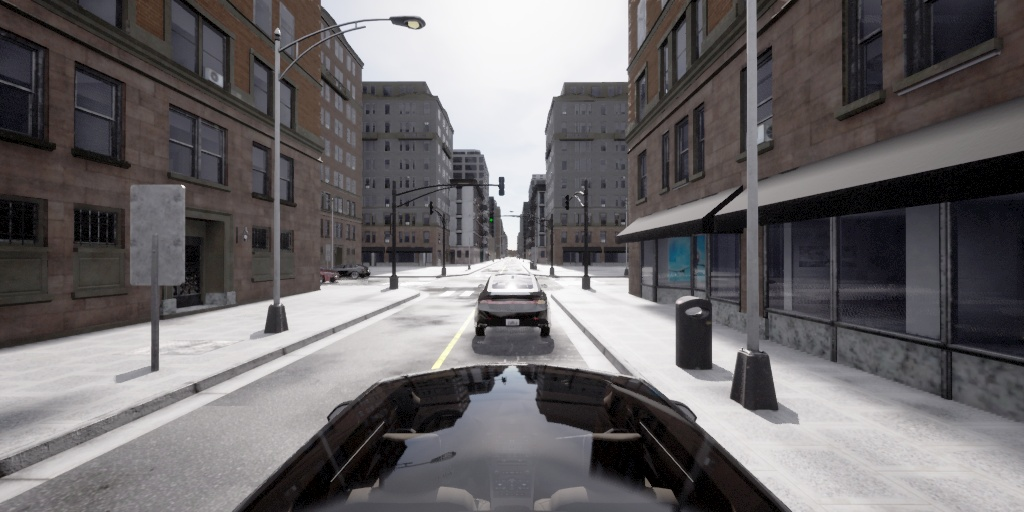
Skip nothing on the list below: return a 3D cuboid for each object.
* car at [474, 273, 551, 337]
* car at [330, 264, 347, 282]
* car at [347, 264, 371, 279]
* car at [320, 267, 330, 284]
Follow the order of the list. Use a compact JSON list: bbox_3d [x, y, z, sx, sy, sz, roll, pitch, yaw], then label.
[{"bbox_3d":[0.022,1.242,10.304,2.128,1.511,4.902,0,0,0],"label":"car"},{"bbox_3d":[-14.743,1.300,26.031,4.181,1.385,1.994,0,0,0],"label":"car"},{"bbox_3d":[-14.686,1.330,31.513,4.313,1.339,1.948,0,0,0],"label":"car"},{"bbox_3d":[-14.713,1.289,23.487,4.313,1.339,1.948,0,0,0],"label":"car"}]
